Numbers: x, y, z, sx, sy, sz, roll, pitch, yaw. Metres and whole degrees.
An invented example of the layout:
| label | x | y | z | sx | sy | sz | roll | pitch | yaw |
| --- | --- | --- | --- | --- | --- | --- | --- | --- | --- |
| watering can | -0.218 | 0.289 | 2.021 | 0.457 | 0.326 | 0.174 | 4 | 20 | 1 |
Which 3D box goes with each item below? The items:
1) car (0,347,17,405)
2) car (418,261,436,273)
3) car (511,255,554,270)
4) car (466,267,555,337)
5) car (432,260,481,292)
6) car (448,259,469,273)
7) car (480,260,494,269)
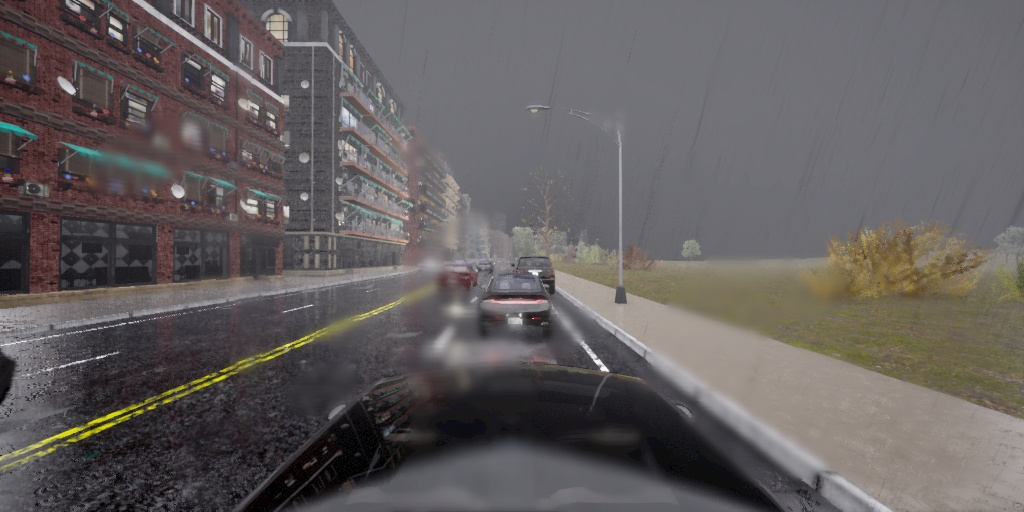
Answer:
| label | x | y | z | sx | sy | sz | roll | pitch | yaw |
| --- | --- | --- | --- | --- | --- | --- | --- | --- | --- |
| car | -6.599 | 1.255 | 1.967 | 1.837 | 1.490 | 4.892 | 0 | 0 | 0 |
| car | -9.851 | 1.276 | 43.008 | 1.812 | 1.442 | 4.674 | 0 | 0 | 0 |
| car | 1.132 | 0.977 | 20.224 | 2.150 | 2.045 | 5.566 | 0 | 0 | 0 |
| car | 0.098 | 1.243 | 10.354 | 2.128 | 1.511 | 4.902 | 0 | 0 | 0 |
| car | -3.157 | 1.229 | 21.543 | 1.882 | 1.535 | 5.008 | 0 | 0 | 0 |
| car | -6.614 | 1.228 | 45.066 | 1.882 | 1.535 | 5.008 | 0 | 0 | 0 |
| car | -3.164 | 1.241 | 42.046 | 2.128 | 1.511 | 4.902 | 0 | 0 | 0 |
